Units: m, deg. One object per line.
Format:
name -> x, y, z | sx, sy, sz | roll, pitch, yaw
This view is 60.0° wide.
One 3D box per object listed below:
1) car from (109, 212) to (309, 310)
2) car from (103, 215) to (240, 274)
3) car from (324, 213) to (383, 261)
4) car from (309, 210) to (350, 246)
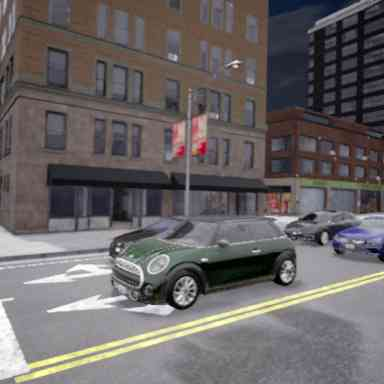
car -> 0.434, 1.384, 7.978 | 4.553, 1.767, 2.097 | 1, 0, -36
car -> -0.605, 1.598, 11.231 | 4.181, 1.385, 1.994 | 1, 0, -36
car -> 7.416, 1.677, 12.953 | 4.674, 1.442, 1.812 | 1, 0, -35
car -> 6.587, 1.661, 16.338 | 4.892, 1.490, 1.837 | 1, 0, -35
